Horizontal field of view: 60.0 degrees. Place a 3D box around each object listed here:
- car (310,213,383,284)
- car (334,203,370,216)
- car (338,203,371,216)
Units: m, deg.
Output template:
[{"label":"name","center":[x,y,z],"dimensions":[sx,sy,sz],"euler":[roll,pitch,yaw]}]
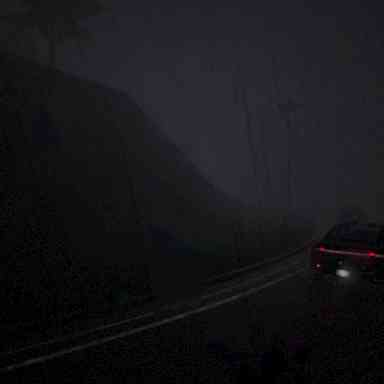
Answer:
[{"label":"car","center":[4.819,1.573,9.155],"dimensions":[2.128,1.511,4.902],"euler":[0,0,39]},{"label":"car","center":[12.794,1.712,27.064],"dimensions":[1.882,1.535,5.008],"euler":[0,0,16]},{"label":"car","center":[18.478,1.932,38.082],"dimensions":[1.895,1.301,4.718],"euler":[0,0,7]}]
